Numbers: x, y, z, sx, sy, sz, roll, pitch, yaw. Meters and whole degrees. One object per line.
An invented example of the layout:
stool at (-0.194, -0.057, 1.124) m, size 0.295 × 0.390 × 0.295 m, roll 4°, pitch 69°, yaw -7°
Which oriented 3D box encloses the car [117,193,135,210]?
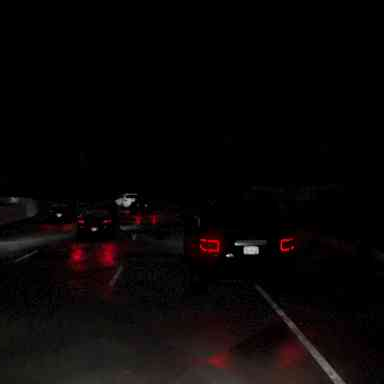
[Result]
car at (-8.494, 1.206, 43.703) m, size 2.150 × 2.045 × 5.566 m, roll 0°, pitch 0°, yaw -25°

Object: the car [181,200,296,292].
car at (0.948, 1.221, 9.100) m, size 2.150 × 2.045 × 5.566 m, roll 0°, pitch 0°, yaw -4°

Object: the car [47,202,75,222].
car at (-10.265, 1.516, 26.462) m, size 1.812 × 1.442 × 4.674 m, roll 0°, pitch 0°, yaw -14°

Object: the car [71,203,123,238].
car at (-4.869, 1.519, 17.569) m, size 1.812 × 1.442 × 4.674 m, roll 0°, pitch 0°, yaw -9°

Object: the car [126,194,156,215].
car at (-5.119, 1.340, 34.212) m, size 2.097 × 1.767 × 4.553 m, roll 0°, pitch 0°, yaw -19°

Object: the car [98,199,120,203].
car at (-8.898, 1.589, 34.336) m, size 1.895 × 1.301 × 4.718 m, roll 0°, pitch 0°, yaw -18°
